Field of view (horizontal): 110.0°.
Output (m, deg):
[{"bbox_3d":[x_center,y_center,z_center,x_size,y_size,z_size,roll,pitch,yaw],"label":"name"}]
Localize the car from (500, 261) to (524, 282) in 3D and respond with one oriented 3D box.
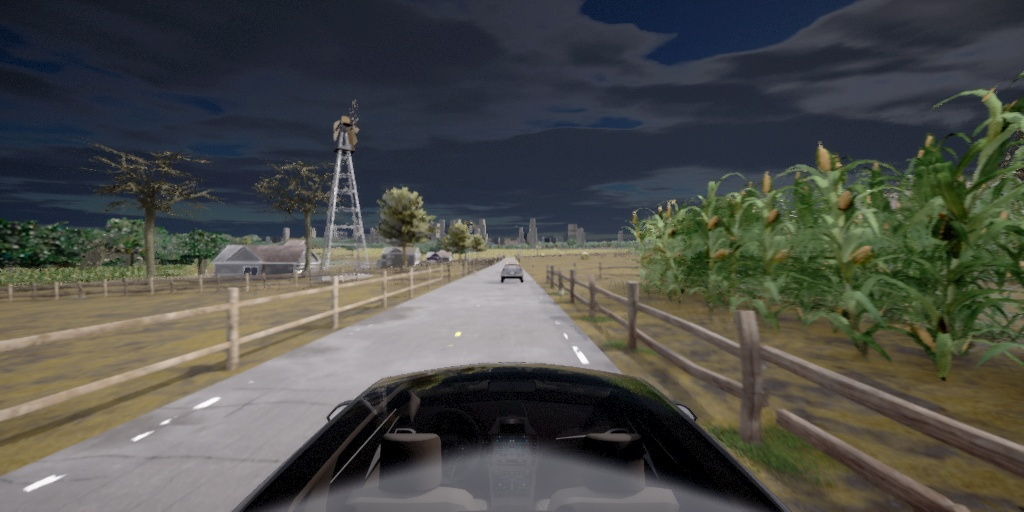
[{"bbox_3d":[0.022,1.348,29.252,2.033,1.411,5.357,0,0,0],"label":"car"}]
